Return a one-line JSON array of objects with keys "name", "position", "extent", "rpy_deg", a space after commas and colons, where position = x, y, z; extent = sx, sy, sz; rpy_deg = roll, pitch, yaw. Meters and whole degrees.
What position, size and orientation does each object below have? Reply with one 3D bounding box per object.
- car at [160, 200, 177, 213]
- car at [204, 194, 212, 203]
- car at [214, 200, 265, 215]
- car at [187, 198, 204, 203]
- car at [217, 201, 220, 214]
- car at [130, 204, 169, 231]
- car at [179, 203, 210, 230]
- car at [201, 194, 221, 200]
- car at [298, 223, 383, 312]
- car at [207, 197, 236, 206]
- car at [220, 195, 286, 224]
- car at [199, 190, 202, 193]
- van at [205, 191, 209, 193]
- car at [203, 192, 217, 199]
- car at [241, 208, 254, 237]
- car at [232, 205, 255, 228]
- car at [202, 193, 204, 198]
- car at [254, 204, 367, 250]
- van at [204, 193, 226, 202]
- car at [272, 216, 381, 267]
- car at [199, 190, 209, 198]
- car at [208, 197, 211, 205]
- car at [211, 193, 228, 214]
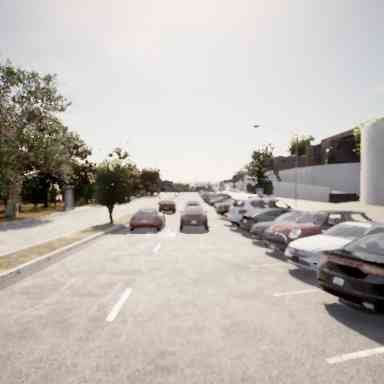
[{"name": "car", "position": [-2.861, 1.640, 39.619], "extent": [1.882, 1.535, 5.008], "rpy_deg": [0, 0, 0]}, {"name": "car", "position": [5.098, 1.596, 55.121], "extent": [4.792, 1.488, 2.163], "rpy_deg": [1, 1, -20]}, {"name": "car", "position": [5.278, 1.661, 37.191], "extent": [5.366, 1.575, 1.946], "rpy_deg": [1, 0, -20]}, {"name": "car", "position": [0.138, 1.688, 39.250], "extent": [1.812, 1.442, 4.674], "rpy_deg": [0, 0, 0]}, {"name": "car", "position": [4.922, 1.674, 25.045], "extent": [5.366, 1.575, 1.946], "rpy_deg": [1, 0, -20]}, {"name": "car", "position": [-2.879, 1.748, 22.256], "extent": [1.994, 1.385, 4.181], "rpy_deg": [0, 0, 0]}, {"name": "car", "position": [0.121, 1.712, 22.818], "extent": [1.812, 1.442, 4.674], "rpy_deg": [0, 0, 0]}, {"name": "car", "position": [5.185, 1.336, 90.976], "extent": [4.792, 1.488, 2.163], "rpy_deg": [1, 1, -20]}, {"name": "car", "position": [5.069, 1.562, 7.093], "extent": [5.008, 1.535, 2.097], "rpy_deg": [1, -1, -20]}, {"name": "car", "position": [5.122, 1.590, 58.139], "extent": [4.674, 1.452, 2.002], "rpy_deg": [1, 0, -20]}, {"name": "car", "position": [5.120, 1.421, 22.118], "extent": [5.566, 2.045, 2.435], "rpy_deg": [1, 0, -20]}, {"name": "car", "position": [5.173, 1.201, 76.049], "extent": [5.566, 2.045, 2.435], "rpy_deg": [1, 0, -20]}, {"name": "van", "position": [5.244, 1.293, 64.145], "extent": [4.442, 1.987, 1.878], "rpy_deg": [1, 0, -20]}, {"name": "car", "position": [5.102, 1.408, 61.111], "extent": [4.553, 1.767, 2.185], "rpy_deg": [1, 0, -20]}, {"name": "car", "position": [5.088, 1.684, 16.093], "extent": [4.674, 1.452, 2.002], "rpy_deg": [1, 0, -20]}, {"name": "car", "position": [5.114, 1.688, 19.117], "extent": [4.792, 1.488, 2.163], "rpy_deg": [1, -1, -20]}, {"name": "car", "position": [5.129, 1.502, 67.086], "extent": [4.892, 1.521, 2.231], "rpy_deg": [1, 0, -20]}, {"name": "car", "position": [5.115, 1.492, 13.105], "extent": [4.553, 1.767, 2.185], "rpy_deg": [1, 0, -20]}, {"name": "van", "position": [5.036, 1.242, 73.006], "extent": [4.442, 1.987, 1.878], "rpy_deg": [1, 1, -20]}, {"name": "car", "position": [5.082, 1.632, 10.093], "extent": [4.674, 1.452, 2.002], "rpy_deg": [1, 0, -20]}, {"name": "car", "position": [5.116, 1.234, 70.053], "extent": [5.566, 2.045, 2.435], "rpy_deg": [1, 1, -20]}, {"name": "car", "position": [5.086, 1.662, 43.115], "extent": [4.792, 1.488, 2.163], "rpy_deg": [1, 1, -20]}, {"name": "car", "position": [5.078, 1.431, 31.098], "extent": [5.566, 2.045, 2.435], "rpy_deg": [1, 0, -20]}]
